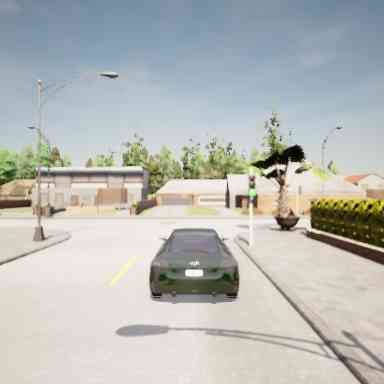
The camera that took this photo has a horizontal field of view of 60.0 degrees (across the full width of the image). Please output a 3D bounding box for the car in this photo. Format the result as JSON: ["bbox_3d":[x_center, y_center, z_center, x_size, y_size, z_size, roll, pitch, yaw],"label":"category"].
[{"bbox_3d":[0.056,1.630,8.765,1.994,1.385,4.181,0,0,0],"label":"car"}]
